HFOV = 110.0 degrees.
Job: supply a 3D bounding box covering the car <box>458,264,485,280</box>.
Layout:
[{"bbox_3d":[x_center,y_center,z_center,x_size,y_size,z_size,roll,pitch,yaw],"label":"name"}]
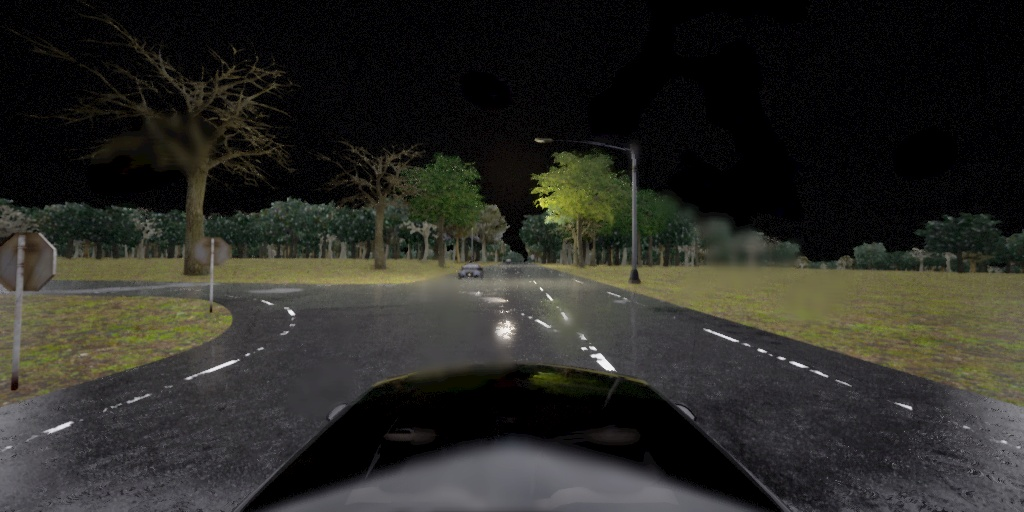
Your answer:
[{"bbox_3d":[-3.497,1.352,31.518,1.994,1.385,4.181,0,0,0],"label":"car"}]
